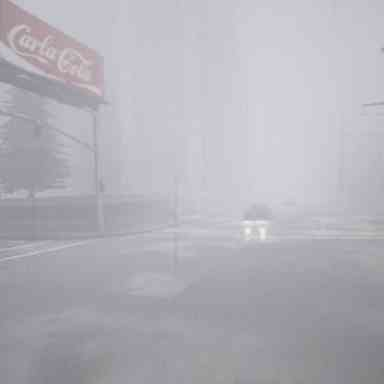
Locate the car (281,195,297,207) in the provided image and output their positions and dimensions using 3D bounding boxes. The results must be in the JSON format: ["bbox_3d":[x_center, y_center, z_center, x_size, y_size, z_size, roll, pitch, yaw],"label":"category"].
[{"bbox_3d":[15.639,1.585,53.025,2.033,1.411,5.357,-2,-1,22],"label":"car"}]

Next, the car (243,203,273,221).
[{"bbox_3d":[5.739,1.692,28.747,1.994,1.385,4.181,-2,-1,22],"label":"car"}]
